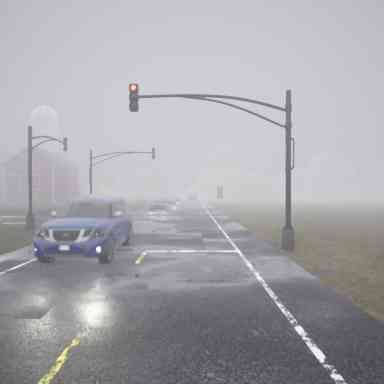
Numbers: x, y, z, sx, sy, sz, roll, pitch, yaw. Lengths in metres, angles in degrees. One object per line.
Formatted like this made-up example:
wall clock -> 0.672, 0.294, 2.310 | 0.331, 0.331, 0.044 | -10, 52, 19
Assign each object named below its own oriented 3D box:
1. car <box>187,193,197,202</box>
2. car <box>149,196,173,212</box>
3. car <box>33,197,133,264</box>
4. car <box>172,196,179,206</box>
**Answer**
car -> 0.066, 1.134, 74.756 | 2.150, 2.045, 5.566 | 0, 0, 0
car -> -3.744, 1.538, 38.806 | 1.994, 1.385, 4.181 | 0, 0, 4
car -> -3.587, 1.218, 12.123 | 2.150, 2.045, 5.566 | 0, 0, 0
car -> -3.546, 1.431, 53.250 | 1.882, 1.535, 5.008 | 0, 0, 0
